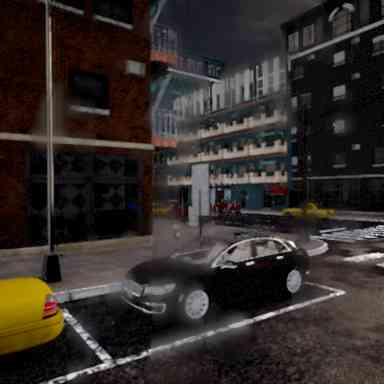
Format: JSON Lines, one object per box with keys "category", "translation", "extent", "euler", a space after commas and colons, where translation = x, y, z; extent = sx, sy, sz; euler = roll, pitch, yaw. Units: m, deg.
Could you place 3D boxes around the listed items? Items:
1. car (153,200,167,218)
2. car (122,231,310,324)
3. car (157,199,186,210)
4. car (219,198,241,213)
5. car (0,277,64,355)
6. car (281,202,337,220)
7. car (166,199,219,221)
{"category": "car", "translation": [-3.145, 1.698, 32.437], "extent": [1.752, 1.417, 4.829], "euler": [-1, 0, -36]}
{"category": "car", "translation": [0.704, 1.563, 7.071], "extent": [4.403, 1.369, 2.008], "euler": [0, -1, -35]}
{"category": "car", "translation": [-2.857, 1.652, 46.453], "extent": [2.008, 1.369, 4.403], "euler": [-1, 0, -36]}
{"category": "car", "translation": [3.575, 1.512, 37.445], "extent": [1.967, 1.590, 4.097], "euler": [-1, 0, -36]}
{"category": "car", "translation": [-4.049, 1.522, 3.688], "extent": [4.829, 1.417, 1.752], "euler": [0, -1, -35]}
{"category": "car", "translation": [9.910, 1.569, 28.577], "extent": [1.752, 1.417, 4.829], "euler": [-1, 0, -36]}
{"category": "car", "translation": [-0.029, 1.599, 28.072], "extent": [1.967, 1.590, 4.097], "euler": [-1, 0, -36]}
